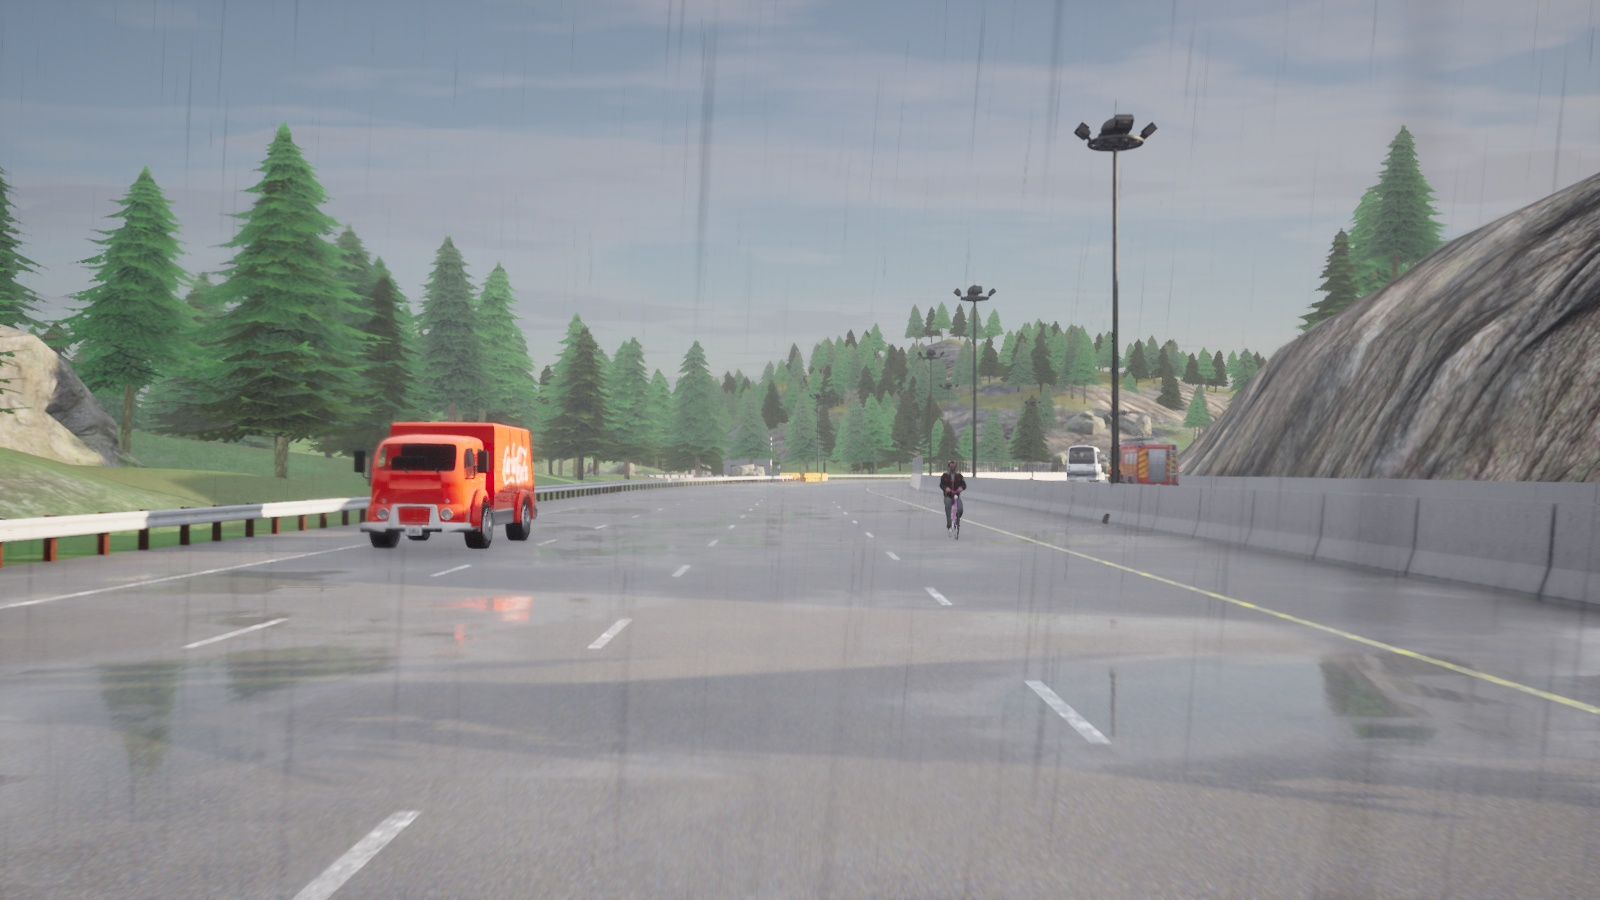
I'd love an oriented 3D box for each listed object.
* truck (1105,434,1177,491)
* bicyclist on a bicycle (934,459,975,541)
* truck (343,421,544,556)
[{"bbox_3d":[24.298,0.913,89.908,2.891,3.827,8.468,0,-1,0],"label":"truck"},{"bbox_3d":[3.432,1.093,28.008,0.659,1.776,1.843,0,-1,0],"label":"bicyclist on a bicycle"},{"bbox_3d":[-7.063,0.742,25.614,2.627,2.467,5.204,0,-1,0],"label":"truck"}]
